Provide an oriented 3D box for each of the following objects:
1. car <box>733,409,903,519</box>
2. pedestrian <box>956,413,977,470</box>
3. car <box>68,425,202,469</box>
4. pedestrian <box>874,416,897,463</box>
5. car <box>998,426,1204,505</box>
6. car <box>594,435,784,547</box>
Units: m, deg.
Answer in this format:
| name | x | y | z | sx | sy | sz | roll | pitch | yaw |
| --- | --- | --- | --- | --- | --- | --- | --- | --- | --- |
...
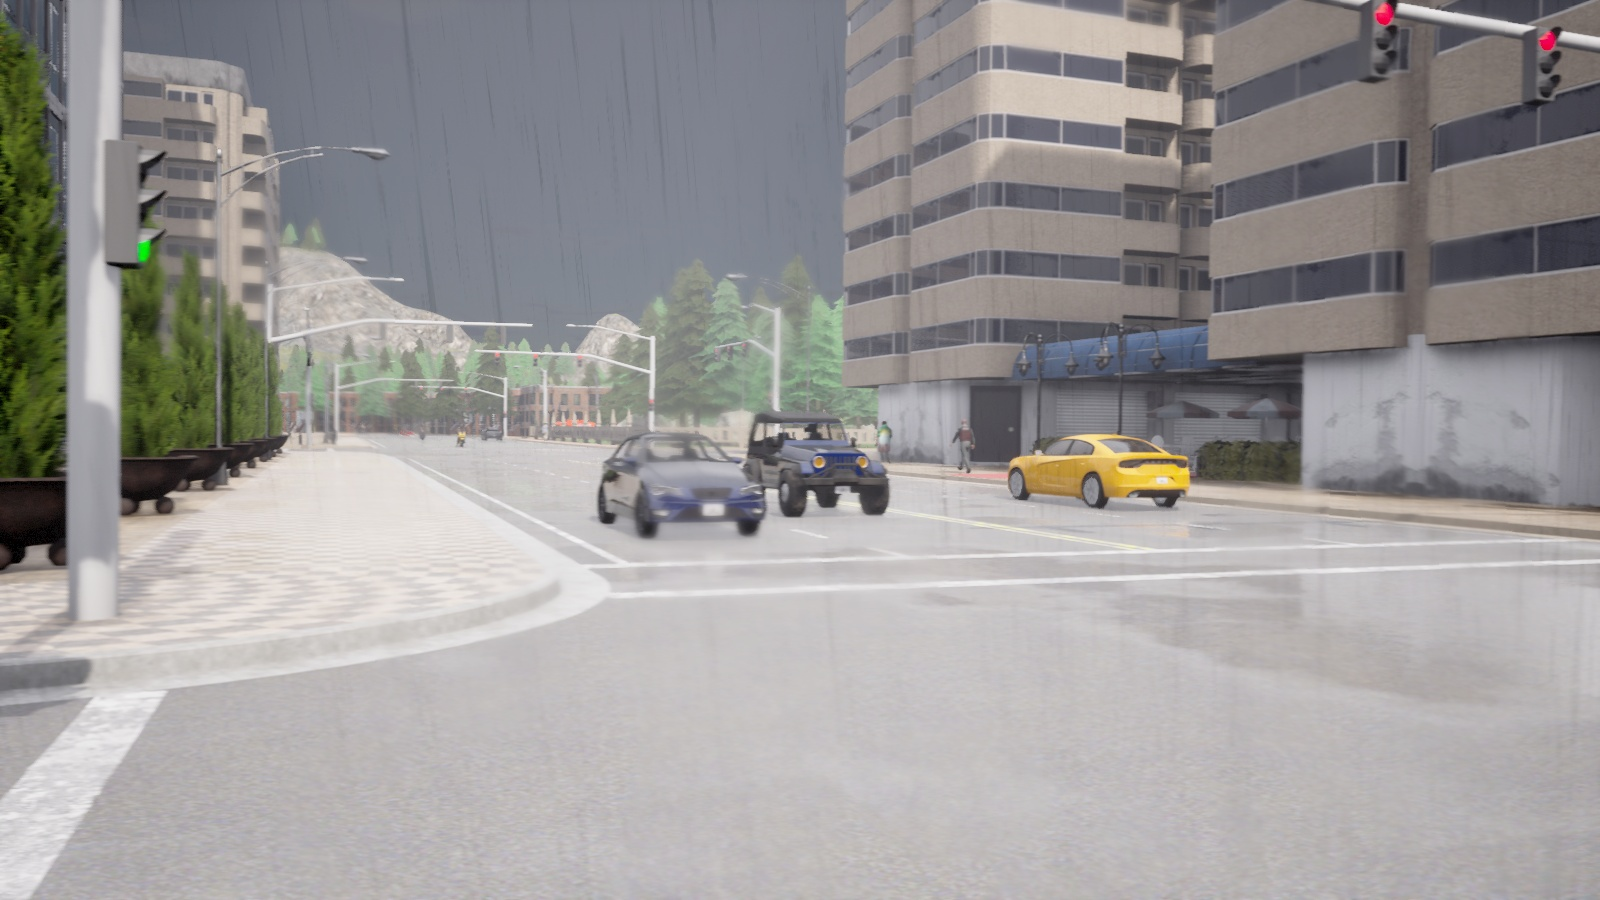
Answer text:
| name | x | y | z | sx | sy | sz | roll | pitch | yaw |
| --- | --- | --- | --- | --- | --- | --- | --- | --- | --- |
| car | 0.243 | 0.207 | 23.625 | 1.905 | 1.878 | 3.866 | -1 | 1 | -20 |
| pedestrian | 5.499 | -0.284 | 41.474 | 0.376 | 1.854 | 0.720 | -1 | 1 | -20 |
| car | -32.602 | -0.191 | 61.769 | 5.566 | 2.045 | 2.150 | -1 | 1 | -20 |
| pedestrian | 3.636 | -0.451 | 53.358 | 0.659 | 1.952 | 0.873 | -1 | 1 | -18 |
| car | 6.363 | 0.264 | 27.244 | 1.882 | 1.535 | 5.008 | -1 | 1 | -20 |
| car | -1.810 | 0.521 | 19.083 | 1.816 | 1.474 | 4.193 | -1 | 1 | -20 |
